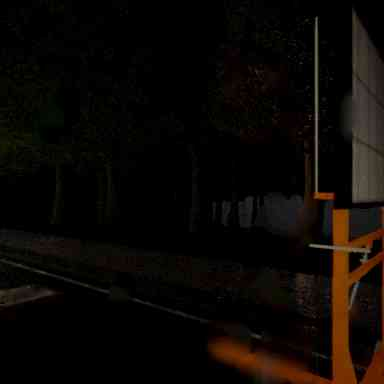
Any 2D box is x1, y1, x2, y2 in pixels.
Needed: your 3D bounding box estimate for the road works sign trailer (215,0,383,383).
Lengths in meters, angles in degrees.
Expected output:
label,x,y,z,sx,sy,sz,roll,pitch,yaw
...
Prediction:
label,x,y,z,sx,sy,sz,roll,pitch,yaw
road works sign trailer,1.421,0.514,2.994,2.880,3.560,2.380,0,-1,39
